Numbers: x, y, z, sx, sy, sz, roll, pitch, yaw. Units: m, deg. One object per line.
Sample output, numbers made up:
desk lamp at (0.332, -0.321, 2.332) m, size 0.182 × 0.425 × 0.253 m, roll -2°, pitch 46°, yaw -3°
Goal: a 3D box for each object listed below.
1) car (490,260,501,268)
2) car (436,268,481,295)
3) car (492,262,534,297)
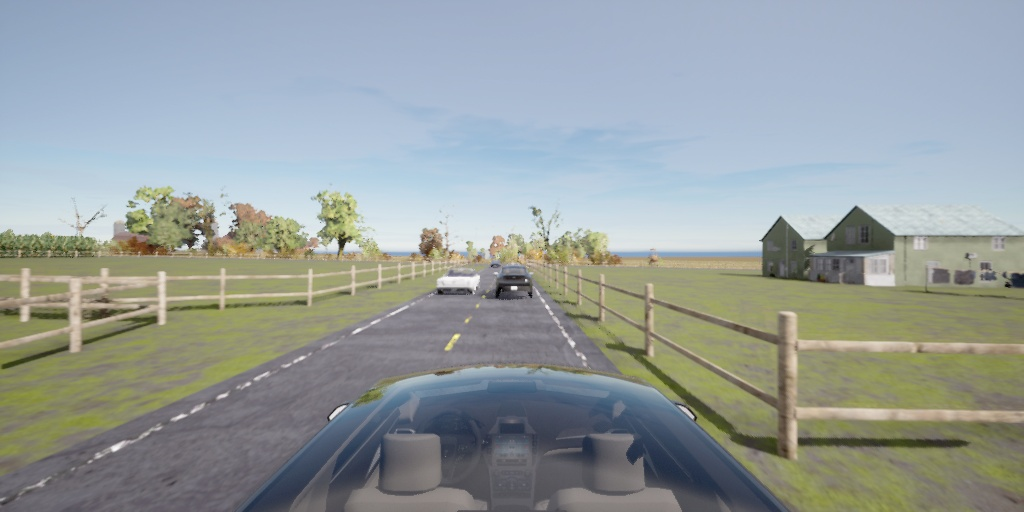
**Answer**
car at (-2.771, 1.315, 61.662) m, size 2.033 × 1.411 × 5.357 m, roll 0°, pitch 0°, yaw 1°
car at (-2.849, 1.345, 19.816) m, size 1.895 × 1.301 × 4.718 m, roll 0°, pitch 0°, yaw 0°
car at (0.103, 1.249, 19.025) m, size 1.837 × 1.490 × 4.892 m, roll 0°, pitch 0°, yaw 0°
